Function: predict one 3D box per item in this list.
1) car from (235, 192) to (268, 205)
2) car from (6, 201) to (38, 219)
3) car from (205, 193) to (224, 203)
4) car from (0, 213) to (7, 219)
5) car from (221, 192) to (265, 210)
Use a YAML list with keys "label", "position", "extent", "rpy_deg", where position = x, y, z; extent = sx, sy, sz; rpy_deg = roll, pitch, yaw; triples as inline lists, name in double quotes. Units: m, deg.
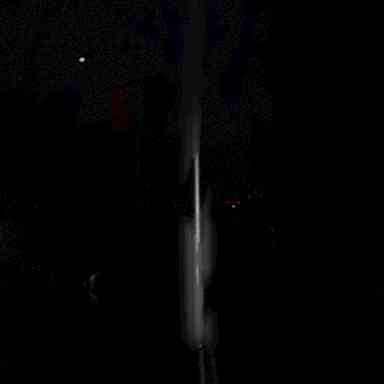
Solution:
- label: "car"
  position: [7.447, 0.769, 41.377]
  extent: [2.128, 1.511, 4.902]
  rpy_deg: [-1, 0, 35]
- label: "car"
  position: [-13.192, 1.308, 23.502]
  extent: [1.994, 1.385, 4.181]
  rpy_deg: [-1, 0, 35]
- label: "car"
  position: [4.001, 0.861, 48.064]
  extent: [2.033, 1.411, 5.357]
  rpy_deg: [-1, 0, 35]
- label: "car"
  position: [-8.570, 1.179, 10.797]
  extent: [1.837, 1.490, 4.892]
  rpy_deg: [-5, 0, 4]
- label: "car"
  position: [5.068, 0.971, 32.277]
  extent: [1.895, 1.301, 4.718]
  rpy_deg: [-1, 0, 35]
